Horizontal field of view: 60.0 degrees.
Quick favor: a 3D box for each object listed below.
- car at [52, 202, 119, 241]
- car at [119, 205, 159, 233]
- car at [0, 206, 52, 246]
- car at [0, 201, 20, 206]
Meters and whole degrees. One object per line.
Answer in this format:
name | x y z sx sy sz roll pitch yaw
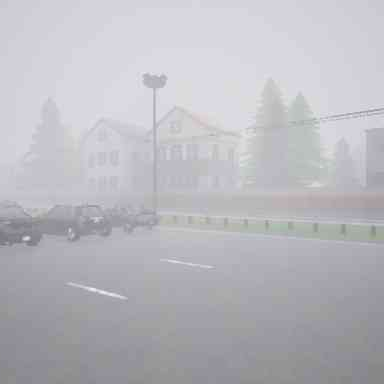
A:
car | -6.212 1.366 16.898 4.553 1.767 2.097 0 0 36
car | -4.204 1.495 19.765 4.902 1.511 2.128 0 0 36
car | -8.269 1.517 14.066 4.892 1.490 1.837 0 0 36
car | -16.415 1.495 28.476 4.902 1.511 2.128 0 0 36
